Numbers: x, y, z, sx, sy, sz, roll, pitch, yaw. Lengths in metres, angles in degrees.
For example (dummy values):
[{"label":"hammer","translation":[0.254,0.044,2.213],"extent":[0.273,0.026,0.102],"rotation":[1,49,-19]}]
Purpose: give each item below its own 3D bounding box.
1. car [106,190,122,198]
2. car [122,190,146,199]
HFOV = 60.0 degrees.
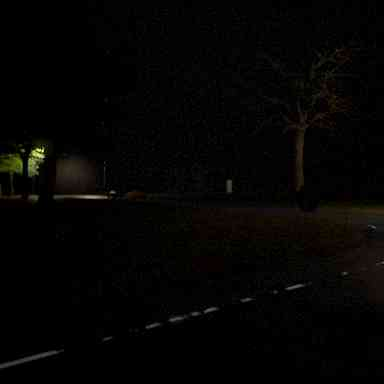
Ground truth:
[{"label":"car","translation":[-14.376,0.398,62.536],"extent":[2.033,1.411,5.357],"rotation":[1,-1,-35]},{"label":"car","translation":[-9.383,0.367,55.515],"extent":[1.882,1.535,5.008],"rotation":[1,0,-34]}]
